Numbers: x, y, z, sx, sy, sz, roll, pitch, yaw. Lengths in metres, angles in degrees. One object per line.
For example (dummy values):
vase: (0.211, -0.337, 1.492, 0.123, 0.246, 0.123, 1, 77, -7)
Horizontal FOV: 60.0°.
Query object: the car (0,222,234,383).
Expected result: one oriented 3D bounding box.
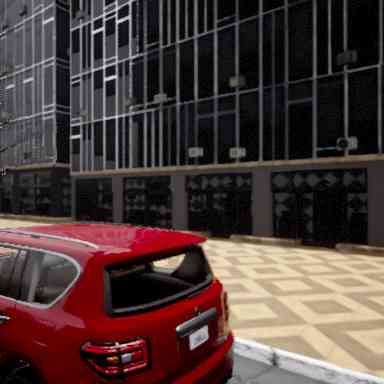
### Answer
car: (-1.886, 1.319, 4.215, 5.009, 1.841, 2.192, 0, 0, 35)
